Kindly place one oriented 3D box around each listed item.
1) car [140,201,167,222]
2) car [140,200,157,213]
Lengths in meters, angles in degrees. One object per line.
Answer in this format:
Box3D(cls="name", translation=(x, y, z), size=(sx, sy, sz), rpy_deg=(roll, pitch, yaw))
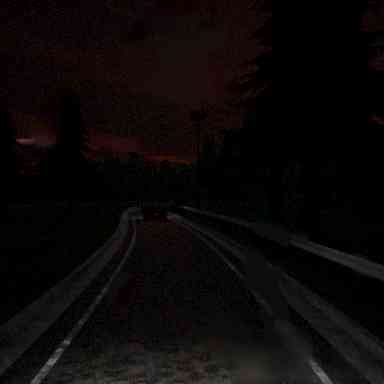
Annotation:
Box3D(cls="car", translation=(-3.346, 1.759, 29.733), size=(1.882, 1.535, 5.008), rpy_deg=(0, -1, -11))
Box3D(cls="car", translation=(-5.963, 1.920, 45.150), size=(2.128, 1.511, 4.902), rpy_deg=(0, -1, -8))
